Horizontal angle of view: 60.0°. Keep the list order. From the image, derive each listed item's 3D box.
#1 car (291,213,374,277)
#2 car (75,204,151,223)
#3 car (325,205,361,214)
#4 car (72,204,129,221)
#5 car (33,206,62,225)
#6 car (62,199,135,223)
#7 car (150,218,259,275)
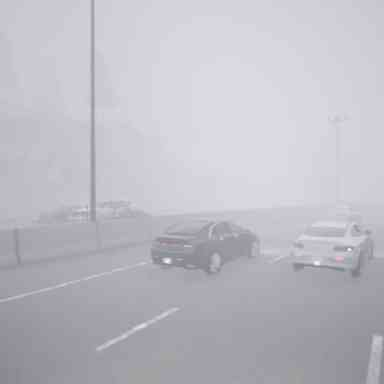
[{"bbox_3d":[4.566,1.624,10.628,1.812,1.442,4.674,-1,-1,34],"label":"car"},{"bbox_3d":[-4.785,1.773,21.992,2.128,1.511,4.902,-1,-1,36],"label":"car"},{"bbox_3d":[11.644,1.757,25.599,1.812,1.442,4.674,-1,-1,40],"label":"car"},{"bbox_3d":[-9.140,1.988,33.715,2.033,1.411,5.357,-1,-1,38],"label":"car"},{"bbox_3d":[-10.110,1.855,26.555,2.128,1.511,4.902,-1,-1,36],"label":"car"},{"bbox_3d":[-6.624,1.553,25.461,2.150,2.045,5.566,-1,-1,36],"label":"car"},{"bbox_3d":[0.651,1.630,11.053,1.837,1.490,4.892,-1,-1,33],"label":"car"}]
